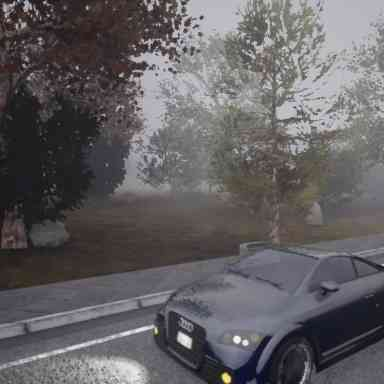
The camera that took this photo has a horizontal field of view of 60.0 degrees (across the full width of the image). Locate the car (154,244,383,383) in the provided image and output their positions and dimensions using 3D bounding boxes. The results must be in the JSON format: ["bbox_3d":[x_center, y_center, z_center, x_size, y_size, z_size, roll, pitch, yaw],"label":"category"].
[{"bbox_3d":[1.538,1.556,5.072,4.181,1.385,1.994,0,0,-35],"label":"car"}]
